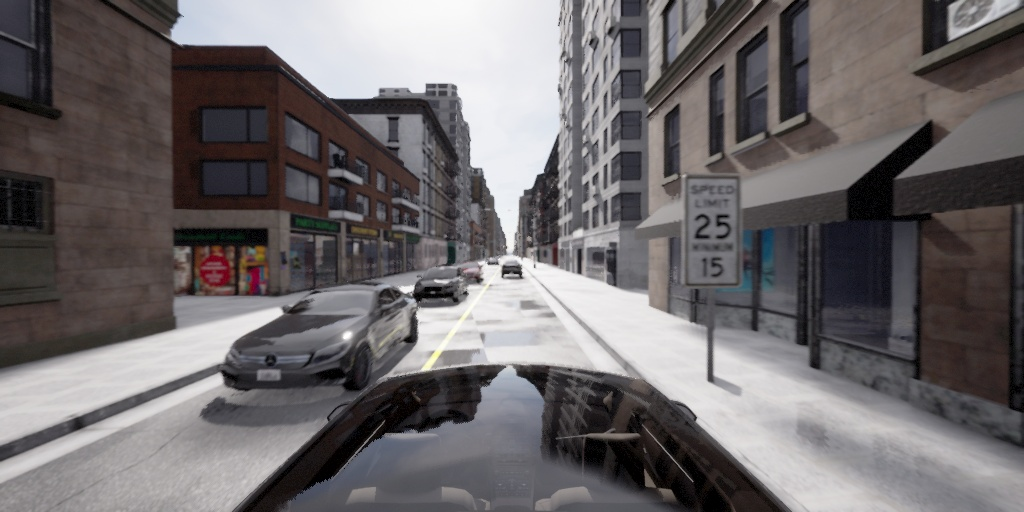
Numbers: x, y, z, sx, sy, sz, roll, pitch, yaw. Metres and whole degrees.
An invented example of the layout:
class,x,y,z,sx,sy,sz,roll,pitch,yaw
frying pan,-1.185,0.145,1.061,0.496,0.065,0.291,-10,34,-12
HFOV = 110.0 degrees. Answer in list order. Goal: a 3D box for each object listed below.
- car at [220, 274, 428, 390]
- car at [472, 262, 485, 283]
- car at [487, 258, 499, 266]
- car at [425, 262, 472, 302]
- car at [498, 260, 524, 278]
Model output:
class,x,y,z,sx,sy,sz,roll,pitch,yaw
car,-3.120,1.258,6.919,1.812,1.442,4.674,0,0,0
car,-3.164,1.158,26.936,1.812,1.442,4.674,0,0,0
car,-3.297,0.988,63.881,1.994,1.385,4.181,0,0,0
car,-3.153,1.190,16.660,1.837,1.490,4.892,0,0,0
car,-0.030,1.104,32.096,1.837,1.490,4.892,0,0,0
